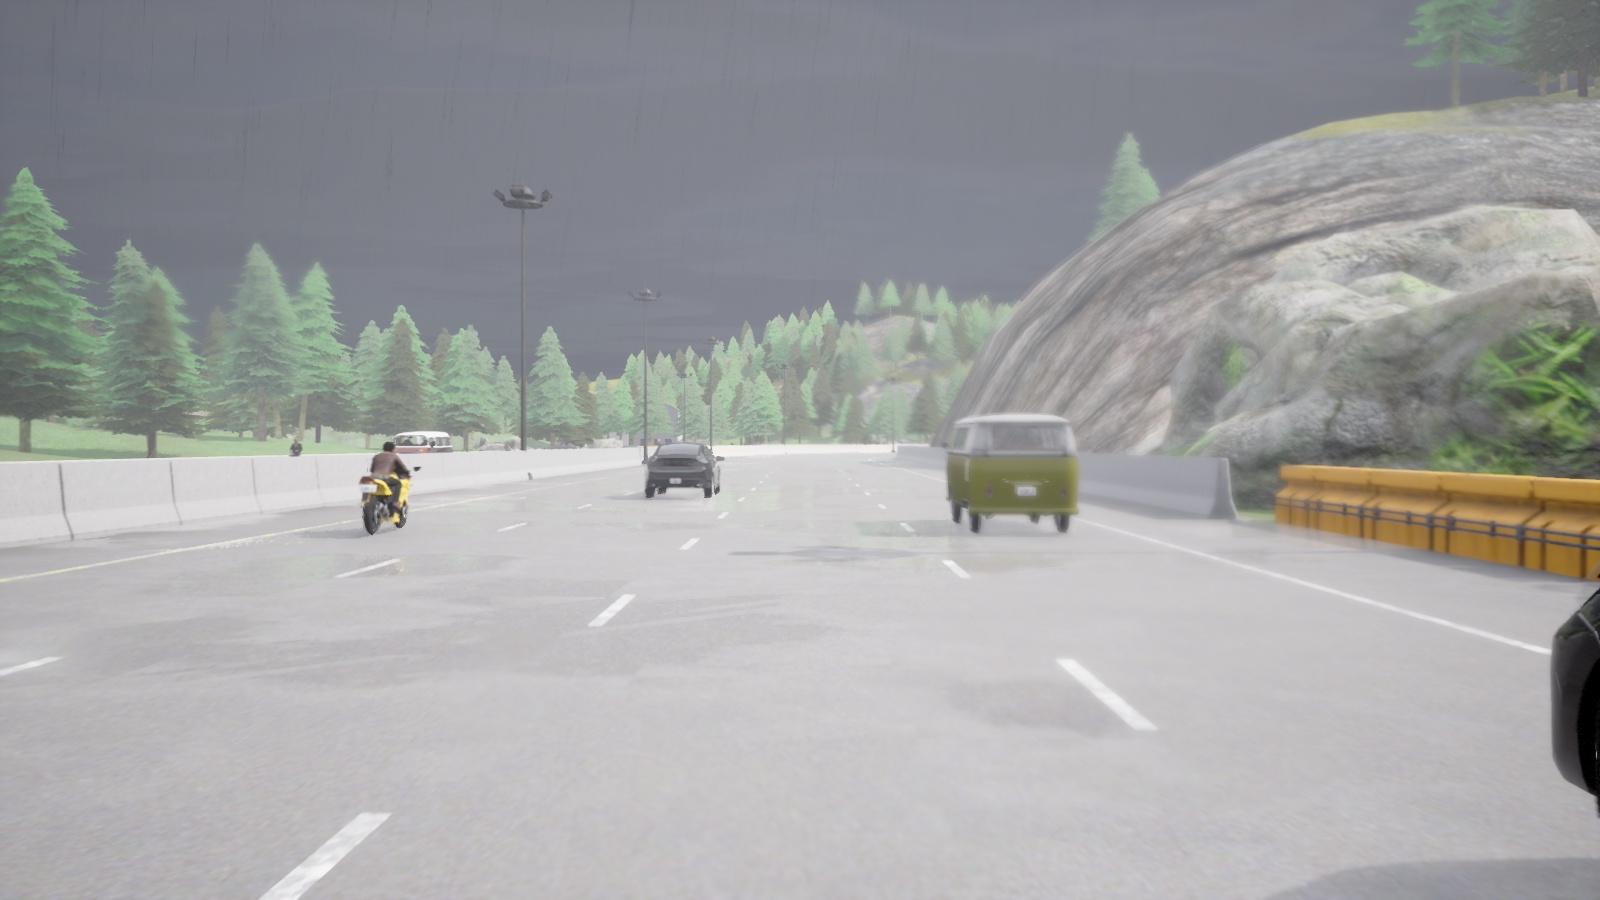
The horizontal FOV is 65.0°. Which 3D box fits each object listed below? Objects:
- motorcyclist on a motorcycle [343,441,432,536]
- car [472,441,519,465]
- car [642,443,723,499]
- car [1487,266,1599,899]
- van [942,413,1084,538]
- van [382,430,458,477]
[{"bbox_3d":[-6.865,0.605,21.001,0.797,1.523,2.044,0,0,0],"label":"motorcyclist on a motorcycle"},{"bbox_3d":[-20.503,0.191,84.773,1.801,1.575,5.366,0,0,0],"label":"car"},{"bbox_3d":[-3.281,0.546,35.847,1.837,1.490,4.892,0,0,0],"label":"car"},{"bbox_3d":[3.525,0.456,1.719,2.150,2.045,5.566,0,0,0],"label":"car"},{"bbox_3d":[3.642,0.379,22.233,1.775,1.987,4.442,0,1,0],"label":"van"},{"bbox_3d":[-17.161,0.135,56.943,2.069,2.038,4.480,0,0,0],"label":"van"}]
